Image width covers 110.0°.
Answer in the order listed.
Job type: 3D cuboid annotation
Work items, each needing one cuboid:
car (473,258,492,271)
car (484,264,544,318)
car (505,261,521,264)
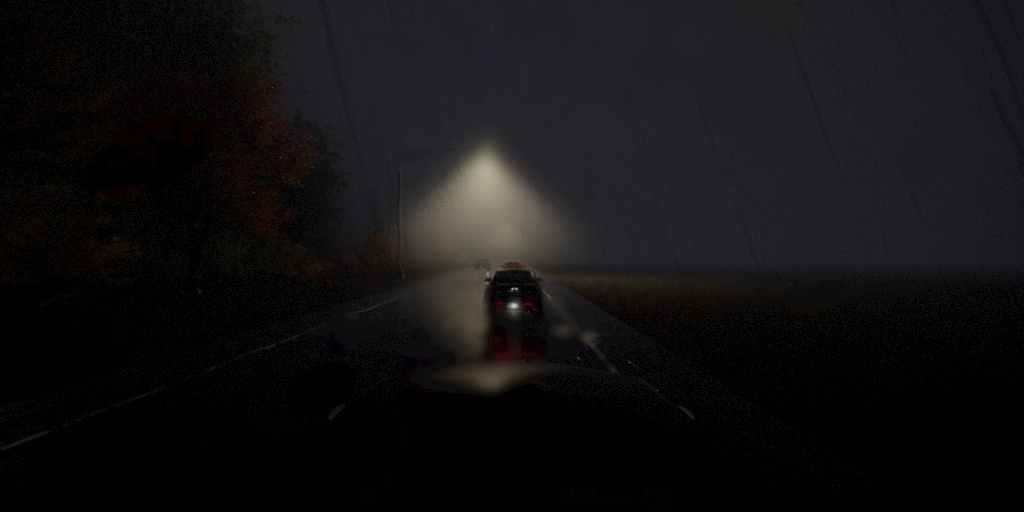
[{"bbox_3d":[-3.585,1.041,44.297,1.837,1.490,4.892,0,0,0],"label":"car"},{"bbox_3d":[0.087,1.199,12.716,1.837,1.490,4.892,0,0,0],"label":"car"},{"bbox_3d":[0.089,1.140,28.588,1.812,1.442,4.674,0,0,0],"label":"car"}]
